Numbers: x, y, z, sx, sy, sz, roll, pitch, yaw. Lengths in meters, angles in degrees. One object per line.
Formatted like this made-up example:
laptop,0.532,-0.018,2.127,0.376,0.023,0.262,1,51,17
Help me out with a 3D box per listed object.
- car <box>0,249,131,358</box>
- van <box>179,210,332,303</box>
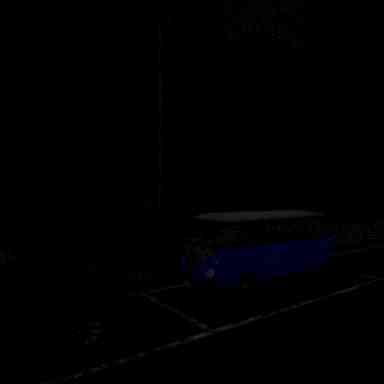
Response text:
car,-2.984,1.566,4.634,4.313,1.339,1.947,0,0,-36
van,1.622,1.344,7.923,3.998,1.788,1.690,0,0,-36
